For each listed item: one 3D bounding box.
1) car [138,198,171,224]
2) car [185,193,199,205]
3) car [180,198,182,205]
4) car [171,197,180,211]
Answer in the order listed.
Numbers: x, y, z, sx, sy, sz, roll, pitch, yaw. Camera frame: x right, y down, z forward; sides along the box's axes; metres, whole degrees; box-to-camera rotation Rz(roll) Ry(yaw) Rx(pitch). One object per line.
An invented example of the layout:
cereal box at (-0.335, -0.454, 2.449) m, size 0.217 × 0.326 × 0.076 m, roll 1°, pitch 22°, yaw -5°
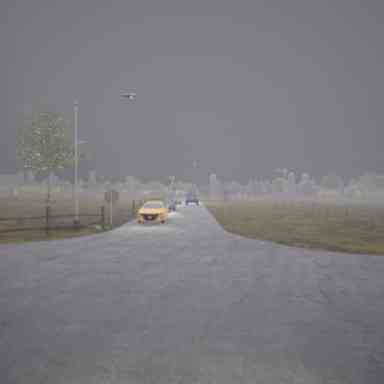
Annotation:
car at (-2.839, 1.439, 24.911) m, size 1.882 × 1.535 × 5.008 m, roll 0°, pitch 0°, yaw 0°
car at (0.019, 1.157, 55.382) m, size 2.150 × 2.045 × 5.566 m, roll 0°, pitch 0°, yaw 0°
car at (-2.773, 1.499, 55.421) m, size 1.994 × 1.385 × 4.181 m, roll 0°, pitch 0°, yaw 1°
car at (-2.833, 1.437, 39.262) m, size 2.128 × 1.511 × 4.902 m, roll 0°, pitch 0°, yaw 0°
